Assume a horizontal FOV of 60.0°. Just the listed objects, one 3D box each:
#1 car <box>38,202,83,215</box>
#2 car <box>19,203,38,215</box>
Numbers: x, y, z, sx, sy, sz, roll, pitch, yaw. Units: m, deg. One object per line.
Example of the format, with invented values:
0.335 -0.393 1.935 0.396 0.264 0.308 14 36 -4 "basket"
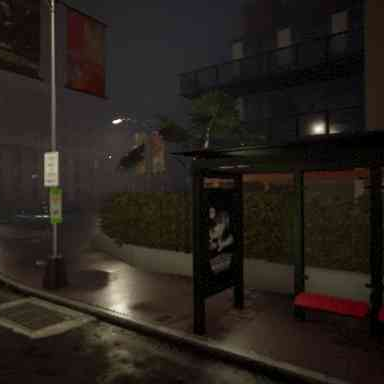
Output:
-14.194 1.824 36.779 1.994 1.385 4.181 -1 0 35 "car"
-17.086 1.835 38.753 2.033 1.411 5.357 -1 0 35 "car"
